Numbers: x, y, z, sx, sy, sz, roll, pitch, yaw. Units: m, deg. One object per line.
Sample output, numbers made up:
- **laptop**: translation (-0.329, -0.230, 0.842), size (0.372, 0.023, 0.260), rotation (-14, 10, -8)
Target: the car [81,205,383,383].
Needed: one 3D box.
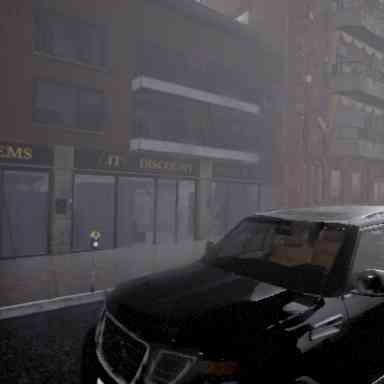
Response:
- **car**: translation (1.573, 1.229, 4.193), size (5.566, 2.045, 2.150), rotation (0, 0, -35)
